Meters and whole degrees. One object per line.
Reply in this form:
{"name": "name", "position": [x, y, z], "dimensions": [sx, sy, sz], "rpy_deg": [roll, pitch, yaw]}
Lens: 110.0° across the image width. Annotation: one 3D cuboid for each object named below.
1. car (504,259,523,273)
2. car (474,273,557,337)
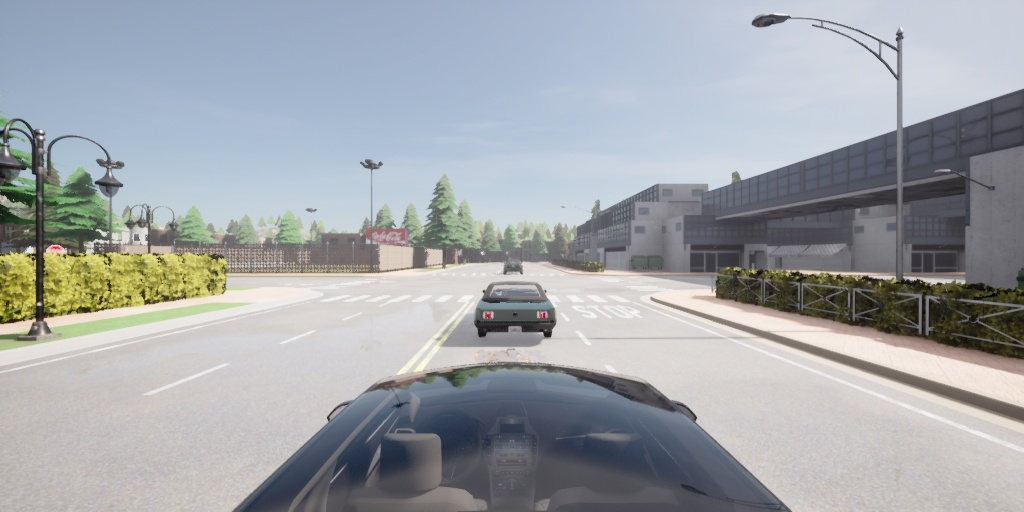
{"name": "car", "position": [0.145, 1.102, 40.823], "dimensions": [2.097, 1.767, 4.553], "rpy_deg": [0, 0, 0]}
{"name": "car", "position": [0.073, 1.351, 10.225], "dimensions": [1.895, 1.301, 4.718], "rpy_deg": [0, 0, 0]}
